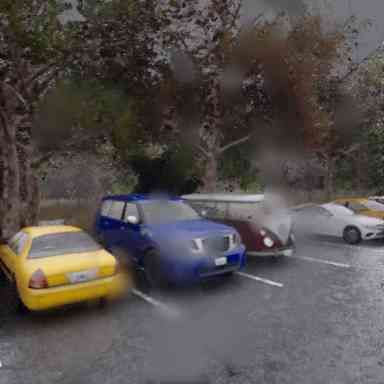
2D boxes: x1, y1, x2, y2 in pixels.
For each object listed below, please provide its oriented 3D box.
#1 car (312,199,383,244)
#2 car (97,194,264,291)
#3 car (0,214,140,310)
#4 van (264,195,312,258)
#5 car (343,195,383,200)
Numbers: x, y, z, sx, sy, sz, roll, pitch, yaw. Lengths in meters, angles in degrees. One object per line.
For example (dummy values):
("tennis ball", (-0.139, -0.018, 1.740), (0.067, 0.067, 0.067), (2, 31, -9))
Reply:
("car", (5.781, 1.188, 14.194), (2.002, 1.452, 4.674), (-2, 1, -36))
("car", (-1.001, 1.108, 9.307), (2.435, 2.045, 5.566), (-2, 1, -36))
("car", (-3.386, 1.425, 7.867), (1.946, 1.575, 5.366), (-2, 1, -36))
("van", (1.316, 1.063, 10.855), (1.878, 1.987, 4.442), (-2, 1, -36))
("car", (8.044, 1.077, 15.814), (2.097, 1.535, 5.008), (-2, 1, -36))
